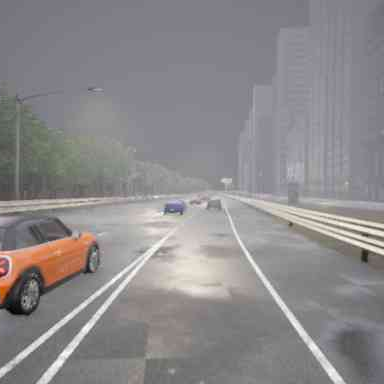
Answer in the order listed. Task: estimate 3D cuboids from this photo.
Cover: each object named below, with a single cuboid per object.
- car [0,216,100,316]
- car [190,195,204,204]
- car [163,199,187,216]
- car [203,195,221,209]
[{"bbox_3d":[-3.795,1.325,7.693,2.097,1.767,4.553,0,0,5],"label":"car"},{"bbox_3d":[0.748,1.632,61.785,1.895,1.301,4.718,0,0,5],"label":"car"},{"bbox_3d":[-1.616,1.476,33.328,1.882,1.535,5.008,0,0,5],"label":"car"},{"bbox_3d":[3.032,1.531,45.653,2.128,1.511,4.902,0,0,5],"label":"car"}]
